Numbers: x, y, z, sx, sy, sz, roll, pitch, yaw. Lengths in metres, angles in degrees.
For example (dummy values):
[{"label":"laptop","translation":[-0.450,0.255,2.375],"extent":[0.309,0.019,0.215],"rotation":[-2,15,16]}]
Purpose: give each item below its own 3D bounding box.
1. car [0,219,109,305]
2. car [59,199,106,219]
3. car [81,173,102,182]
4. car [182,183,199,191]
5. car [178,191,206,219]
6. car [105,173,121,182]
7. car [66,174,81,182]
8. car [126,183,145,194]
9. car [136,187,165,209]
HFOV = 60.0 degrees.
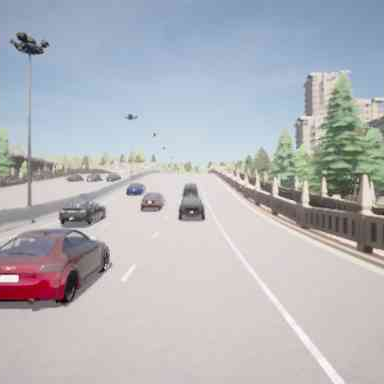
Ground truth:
[{"label":"car","translation":[-3.430,1.594,8.237],"extent":[1.994,1.385,4.181],"rotation":[0,0,0]},{"label":"car","translation":[-7.002,1.220,21.682],"extent":[2.128,1.511,4.902],"rotation":[0,3,0]},{"label":"car","translation":[-17.843,-2.622,60.547],"extent":[2.128,1.511,4.902],"rotation":[0,6,0]},{"label":"car","translation":[-0.168,-0.385,40.784],"extent":[1.837,1.490,4.892],"rotation":[0,7,0]},{"label":"car","translation":[-0.019,1.045,24.558],"extent":[1.882,1.535,5.008],"rotation":[0,4,0]},{"label":"car","translation":[-14.348,-2.642,60.555],"extent":[1.882,1.535,5.008],"rotation":[0,6,0]},{"label":"car","translation":[-21.338,-2.562,60.550],"extent":[1.994,1.385,4.181],"rotation":[0,6,0]},{"label":"car","translation":[-7.121,-0.533,42.590],"extent":[1.994,1.385,4.181],"rotation":[0,7,0]},{"label":"car","translation":[-3.551,0.702,30.427],"extent":[2.033,1.411,5.357],"rotation":[0,5,0]}]
